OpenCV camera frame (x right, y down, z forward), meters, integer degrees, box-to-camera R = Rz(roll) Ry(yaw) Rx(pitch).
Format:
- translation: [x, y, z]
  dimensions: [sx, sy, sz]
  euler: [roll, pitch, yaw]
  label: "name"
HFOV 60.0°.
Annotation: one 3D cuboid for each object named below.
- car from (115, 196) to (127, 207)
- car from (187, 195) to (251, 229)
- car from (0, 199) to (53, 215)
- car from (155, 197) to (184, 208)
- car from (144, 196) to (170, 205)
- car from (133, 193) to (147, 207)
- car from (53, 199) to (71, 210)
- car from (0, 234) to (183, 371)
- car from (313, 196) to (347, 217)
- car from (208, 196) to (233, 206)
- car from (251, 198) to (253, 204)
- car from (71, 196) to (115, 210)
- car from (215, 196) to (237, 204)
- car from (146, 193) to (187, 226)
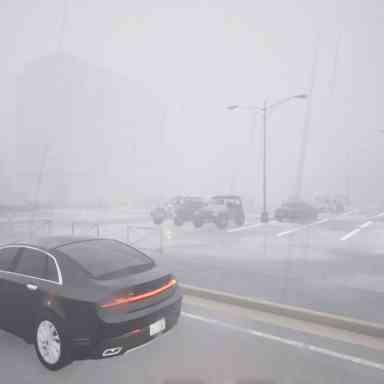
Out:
- translation: [-11.788, 1.352, 49.403]
  dimensions: [2.097, 1.767, 4.553]
  euler: [0, 0, 34]
  label: "car"
- translation: [1.747, 1.156, 20.203]
  dimensions: [1.905, 1.878, 3.866]
  euler: [0, 0, 34]
  label: "car"
- translation: [-17.455, 1.601, 34.732]
  dimensions: [1.895, 1.301, 4.718]
  euler: [0, 0, 34]
  label: "car"
- translation: [-3.240, 1.526, 49.212]
  dimensions: [1.812, 1.442, 4.674]
  euler: [0, 0, 34]
  label: "car"
- translation: [-6.007, 1.526, 57.912]
  dimensions: [1.812, 1.442, 4.674]
  euler: [0, 0, 35]
  label: "car"
- translation: [-6.564, 1.221, 50.853]
  dimensions: [2.150, 2.045, 5.566]
  euler: [0, 0, 34]
  label: "car"
- translation: [-17.126, 1.547, 41.486]
  dimensions: [2.033, 1.411, 5.357]
  euler: [0, 0, 34]
  label: "car"
- translation: [-2.416, 1.505, 5.725]
  dimensions: [4.892, 1.490, 1.837]
  euler: [0, 0, 36]
  label: "car"
- translation: [13.796, 1.395, 33.136]
  dimensions: [1.970, 1.475, 3.806]
  euler: [0, 0, 34]
  label: "car"
- translation: [4.770, 1.491, 54.838]
  dimensions: [2.128, 1.511, 4.902]
  euler: [0, 0, 34]
  label: "car"
- translation: [9.892, 1.505, 62.446]
  dimensions: [1.837, 1.490, 4.892]
  euler: [0, 0, 34]
  label: "car"
- translation: [-12.452, 1.526, 42.143]
  dimensions: [1.812, 1.442, 4.674]
  euler: [0, 0, 34]
  label: "car"
- translation: [6.485, 1.488, 63.648]
  dimensions: [2.128, 1.511, 4.902]
  euler: [0, 0, 34]
  label: "car"
- translation: [-0.617, 1.153, 21.873]
  dimensions: [1.932, 1.855, 4.605]
  euler: [0, 0, 34]
  label: "car"
